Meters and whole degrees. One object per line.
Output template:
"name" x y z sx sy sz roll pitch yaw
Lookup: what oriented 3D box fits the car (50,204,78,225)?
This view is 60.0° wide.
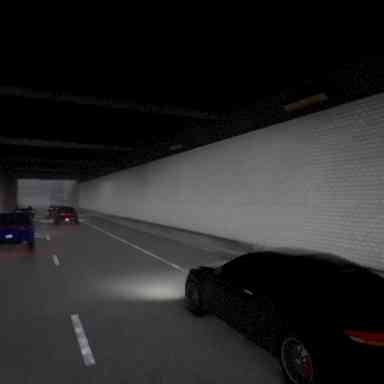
"car" -11.088 2.005 29.114 1.837 1.490 4.892 1 -1 -24

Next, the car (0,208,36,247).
"car" -8.745 1.748 16.219 1.882 1.535 5.008 1 -1 -25

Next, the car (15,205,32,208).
"car" -16.468 2.035 32.518 2.128 1.511 4.902 1 -1 -25

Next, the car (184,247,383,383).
"car" 1.473 1.637 5.441 1.812 1.442 4.674 1 -1 -25

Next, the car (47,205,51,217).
"car" -16.631 2.185 40.736 2.128 1.511 4.902 1 -1 -24
